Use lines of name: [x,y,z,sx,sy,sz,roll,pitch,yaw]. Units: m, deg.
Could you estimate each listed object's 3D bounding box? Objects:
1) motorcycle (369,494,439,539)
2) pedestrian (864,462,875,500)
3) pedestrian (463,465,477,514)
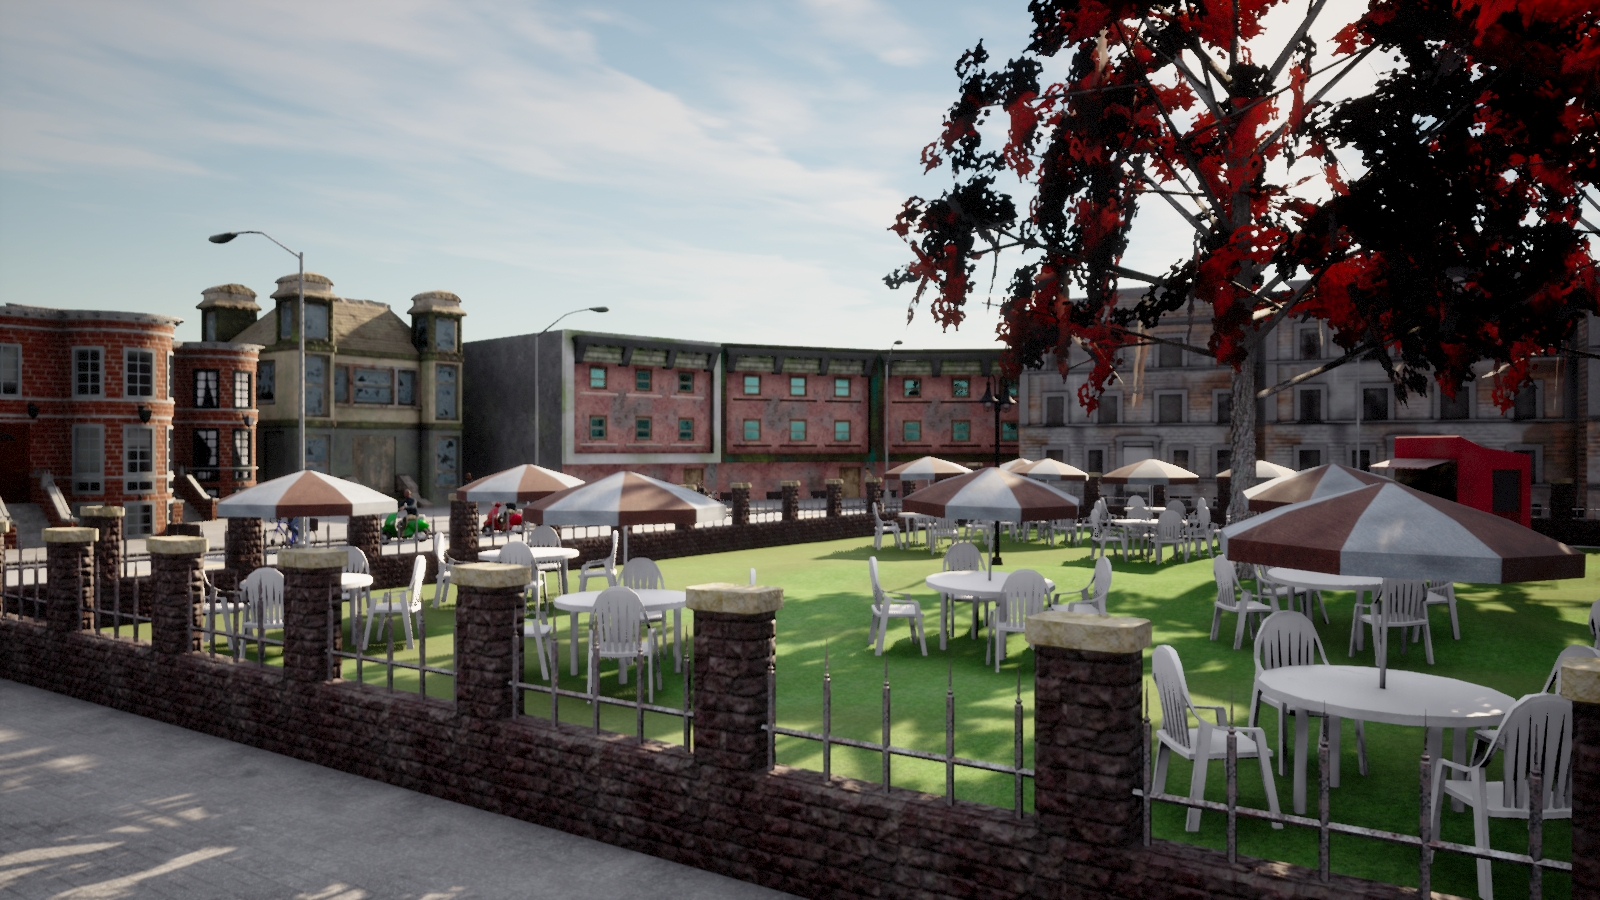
motorcycle: [-11.759,1.950,33.969,0.856,1.236,1.805,0,0,35]
pedestrian: [3.378,1.514,55.795,0.375,1.860,0.375,0,0,-36]
pedestrian: [-12.714,1.516,44.050,0.375,1.860,0.375,0,0,34]
